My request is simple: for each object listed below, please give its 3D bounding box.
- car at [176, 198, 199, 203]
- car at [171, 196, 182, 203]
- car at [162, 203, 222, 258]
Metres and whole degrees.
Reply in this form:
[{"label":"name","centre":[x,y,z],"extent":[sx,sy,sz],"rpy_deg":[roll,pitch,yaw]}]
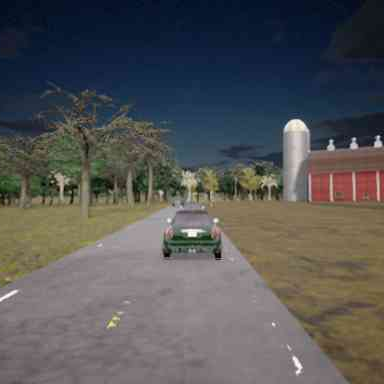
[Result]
[{"label":"car","centre":[0.025,1.629,28.424],"extent":[2.097,1.767,4.553],"rpy_deg":[0,-1,0]},{"label":"car","centre":[-2.757,1.898,65.286],"extent":[2.150,2.045,5.566],"rpy_deg":[0,-1,0]},{"label":"car","centre":[0.023,1.483,13.425],"extent":[2.097,1.767,4.553],"rpy_deg":[0,-1,0]}]
